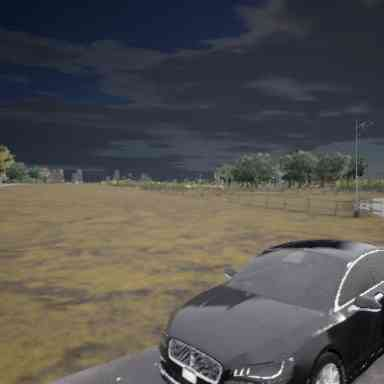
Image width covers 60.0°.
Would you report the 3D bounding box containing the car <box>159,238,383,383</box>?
[{"bbox_3d":[1.776,1.518,4.822,4.892,1.490,1.837,0,0,-42],"label":"car"}]
